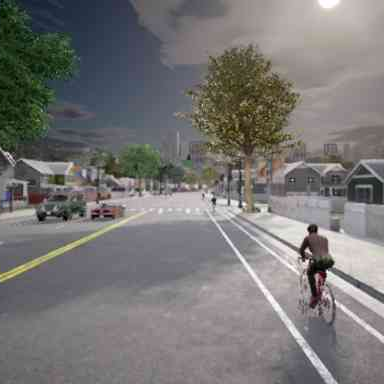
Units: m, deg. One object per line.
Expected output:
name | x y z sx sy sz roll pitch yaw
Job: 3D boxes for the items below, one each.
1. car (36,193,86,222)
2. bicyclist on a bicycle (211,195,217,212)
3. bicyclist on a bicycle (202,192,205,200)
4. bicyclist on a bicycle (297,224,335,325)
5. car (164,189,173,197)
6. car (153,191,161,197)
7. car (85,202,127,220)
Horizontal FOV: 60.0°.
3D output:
car | -9.810 1.083 25.547 2.150 2.045 5.566 0 0 0
bicyclist on a bicycle | 2.276 1.181 34.433 0.659 1.776 1.843 0 0 0
bicyclist on a bicycle | 2.302 0.965 68.398 0.659 1.776 1.843 0 0 0
bicyclist on a bicycle | 2.255 1.419 6.070 0.582 1.620 1.656 0 0 0
car | -6.430 0.270 92.065 2.150 2.045 5.566 0 0 0
car | -9.680 0.568 92.100 1.812 1.442 4.674 0 0 0
car | -6.554 1.456 26.348 1.895 1.301 4.718 0 0 0
